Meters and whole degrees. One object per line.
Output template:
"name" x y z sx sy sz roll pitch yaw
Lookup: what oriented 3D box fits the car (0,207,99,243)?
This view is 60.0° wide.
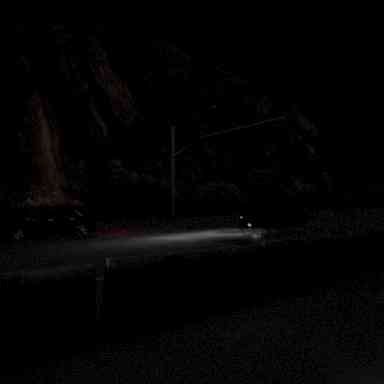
"car" -7.034 1.506 16.168 4.892 1.490 1.837 0 0 -35

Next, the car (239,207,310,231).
"car" 5.131 1.599 20.593 4.718 1.301 1.895 0 0 -36
